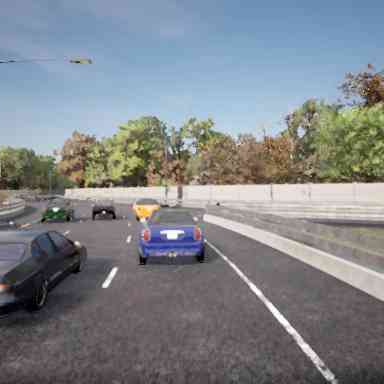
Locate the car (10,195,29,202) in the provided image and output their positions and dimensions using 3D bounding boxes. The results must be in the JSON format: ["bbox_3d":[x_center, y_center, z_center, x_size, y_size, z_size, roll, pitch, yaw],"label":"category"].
[{"bbox_3d":[-39.962,1.532,76.289,4.892,1.490,1.837,0,0,42],"label":"car"}]

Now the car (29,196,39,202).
[{"bbox_3d":[-37.549,1.560,78.825,5.357,1.411,2.033,0,0,42],"label":"car"}]

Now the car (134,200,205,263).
[{"bbox_3d":[-0.826,1.356,12.194,2.097,1.767,4.553,0,0,-6],"label":"car"}]

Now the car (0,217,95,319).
[{"bbox_3d":[-3.869,1.564,7.641,2.033,1.411,5.357,0,0,-4],"label":"car"}]

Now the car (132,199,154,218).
[{"bbox_3d":[-3.871,1.369,28.212,2.097,1.767,4.553,0,0,-14],"label":"car"}]

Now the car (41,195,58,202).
[{"bbox_3d":[-34.718,1.523,81.043,4.892,1.490,1.837,0,0,42],"label":"car"}]

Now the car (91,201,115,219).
[{"bbox_3d":[-7.824,1.512,29.420,1.882,1.535,5.008,0,0,-16],"label":"car"}]

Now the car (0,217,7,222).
[{"bbox_3d":[-7.836,1.526,12.079,2.128,1.511,4.902,0,0,-7],"label":"car"}]

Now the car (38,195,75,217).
[{"bbox_3d":[-10.810,1.399,27.123,2.097,1.767,4.553,0,0,-14],"label":"car"}]
